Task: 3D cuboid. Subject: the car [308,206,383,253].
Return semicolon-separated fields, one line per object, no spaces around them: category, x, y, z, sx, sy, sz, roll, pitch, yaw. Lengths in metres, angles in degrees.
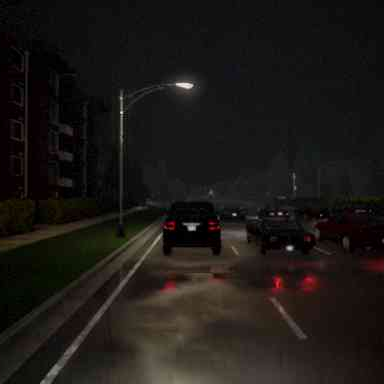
car;7.005;1.615;14.478;1.882;1.535;5.008;0;0;0

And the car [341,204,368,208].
car;14.001;1.769;29.302;2.128;1.511;4.902;0;0;0

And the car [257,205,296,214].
car;6.997;1.822;28.994;2.033;1.411;5.357;0;-1;0

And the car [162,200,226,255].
car;-0.001;1.350;14.034;2.150;2.045;5.566;0;0;0

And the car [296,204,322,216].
car;10.503;1.756;29.483;1.882;1.535;5.008;0;0;0

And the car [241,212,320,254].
car;3.500;1.735;14.111;1.895;1.301;4.718;0;-1;0

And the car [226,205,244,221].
car;3.501;1.842;29.286;1.994;1.385;4.181;0;0;0

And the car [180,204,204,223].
car;0.001;1.842;29.285;1.994;1.385;4.181;0;0;0
